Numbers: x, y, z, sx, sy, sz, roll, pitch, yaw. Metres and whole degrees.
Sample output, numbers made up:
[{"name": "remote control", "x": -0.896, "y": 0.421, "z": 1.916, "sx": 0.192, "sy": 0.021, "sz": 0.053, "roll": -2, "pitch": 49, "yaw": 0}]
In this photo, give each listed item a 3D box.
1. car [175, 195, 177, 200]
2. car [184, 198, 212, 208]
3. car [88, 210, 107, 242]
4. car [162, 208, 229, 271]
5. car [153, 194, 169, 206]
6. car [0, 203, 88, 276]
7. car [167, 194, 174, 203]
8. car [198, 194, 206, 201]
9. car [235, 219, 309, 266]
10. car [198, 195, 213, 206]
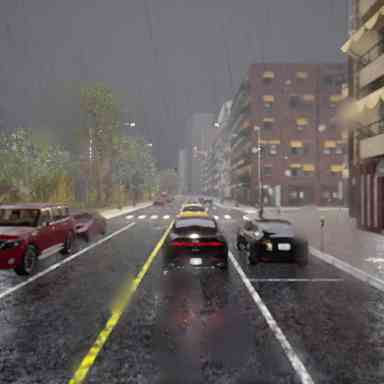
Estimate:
[{"name": "car", "x": -5.350, "y": 1.557, "z": 88.408, "sx": 2.008, "sy": 1.369, "sz": 4.403, "roll": 1, "pitch": 0, "yaw": 0}, {"name": "car", "x": 0.088, "y": 1.449, "z": 21.887, "sx": 1.801, "sy": 1.575, "sz": 5.366, "roll": 0, "pitch": 0, "yaw": 0}, {"name": "car", "x": -5.316, "y": 1.576, "z": 16.237, "sx": 1.802, "sy": 1.307, "sz": 4.206, "roll": 1, "pitch": 0, "yaw": 0}, {"name": "car", "x": 0.095, "y": 1.502, "z": 10.844, "sx": 1.837, "sy": 1.490, "sz": 4.892, "roll": 0, "pitch": 0, "yaw": 0}, {"name": "car", "x": -5.334, "y": 1.535, "z": 54.352, "sx": 1.887, "sy": 1.381, "sz": 4.507, "roll": 1, "pitch": 0, "yaw": 0}, {"name": "car", "x": -5.310, "y": 1.310, "z": 10.582, "sx": 2.192, "sy": 1.841, "sz": 5.009, "roll": 1, "pitch": 0, "yaw": 0}, {"name": "car", "x": -5.337, "y": 1.309, "z": 65.704, "sx": 2.192, "sy": 1.841, "sz": 5.009, "roll": 1, "pitch": 0, "yaw": 0}, {"name": "car", "x": 2.534, "y": 1.443, "z": 83.575, "sx": 1.967, "sy": 1.590, "sz": 4.097, "roll": 1, "pitch": 0, "yaw": 0}, {"name": "car", "x": 2.567, "y": 1.562, "z": 11.342, "sx": 1.947, "sy": 1.339, "sz": 4.313, "roll": 1, "pitch": 0, "yaw": 0}, {"name": "car", "x": 2.546, "y": 1.542, "z": 55.159, "sx": 2.008, "sy": 1.369, "sz": 4.403, "roll": 1, "pitch": 0, "yaw": 0}]
